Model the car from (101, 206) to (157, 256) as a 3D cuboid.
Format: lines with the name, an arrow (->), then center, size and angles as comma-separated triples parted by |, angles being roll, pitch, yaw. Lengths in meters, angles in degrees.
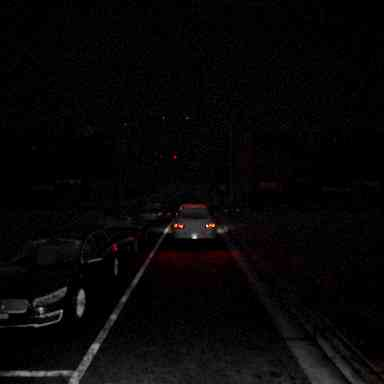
car -> -2.664, 1.444, 12.302 | 2.008, 1.369, 4.403 | -2, 0, 0

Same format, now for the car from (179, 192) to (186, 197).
car -> -2.689, 0.674, 94.290 | 2.008, 1.369, 4.403 | -1, 1, 0

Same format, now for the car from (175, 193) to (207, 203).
car -> 0.089, 1.151, 24.553 | 2.097, 1.767, 4.553 | 0, 0, 0

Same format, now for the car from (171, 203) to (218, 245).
car -> 0.093, 1.400, 14.592 | 1.812, 1.442, 4.674 | 0, 0, 0

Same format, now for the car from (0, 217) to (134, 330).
car -> -2.662, 1.489, 6.853 | 2.008, 1.369, 4.403 | -2, 1, 0

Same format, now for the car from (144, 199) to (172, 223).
car -> -2.668, 1.391, 23.196 | 1.802, 1.307, 4.206 | -2, 0, 0

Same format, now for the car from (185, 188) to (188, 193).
car -> -2.692, 0.685, 77.669 | 2.192, 1.841, 5.009 | -1, 1, 0

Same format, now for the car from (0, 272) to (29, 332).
car -> -2.656, 1.569, 1.402 | 1.802, 1.307, 4.206 | -1, 1, 0

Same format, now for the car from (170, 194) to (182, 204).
car -> -2.682, 1.130, 55.339 | 1.752, 1.417, 4.829 | -2, 0, 0

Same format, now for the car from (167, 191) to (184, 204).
car -> -2.684, 1.080, 49.972 | 1.967, 1.590, 4.097 | -2, 0, 0

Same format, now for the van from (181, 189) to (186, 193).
van -> -2.690, 0.780, 72.126 | 1.690, 1.788, 3.998 | -1, 1, 0
